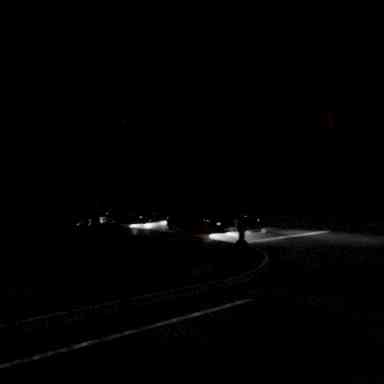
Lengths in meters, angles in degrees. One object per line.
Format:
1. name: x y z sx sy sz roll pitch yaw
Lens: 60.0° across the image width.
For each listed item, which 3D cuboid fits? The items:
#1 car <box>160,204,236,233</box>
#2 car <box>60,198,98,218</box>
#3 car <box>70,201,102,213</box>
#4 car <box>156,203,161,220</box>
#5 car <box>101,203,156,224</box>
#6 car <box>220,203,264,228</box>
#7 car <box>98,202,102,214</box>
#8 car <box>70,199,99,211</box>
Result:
1. car: 0.254 1.609 20.038 1.994 1.385 4.181 0 -1 -39
2. car: -12.293 1.610 34.042 5.566 2.045 2.150 -2 -1 44
3. car: -14.627 2.078 45.783 4.892 1.490 1.837 -2 -1 40
4. car: -3.625 1.735 30.107 2.033 1.411 5.357 0 -1 -42
5. car: -5.128 1.733 26.491 1.994 1.385 4.181 0 -1 -41
6. car: 2.615 1.531 22.684 2.128 1.511 4.902 0 -1 -39
7. car: -10.951 1.886 37.582 5.008 1.535 1.882 -2 -1 43
8. car: -16.830 2.033 52.021 4.553 1.767 2.097 -2 -1 37
